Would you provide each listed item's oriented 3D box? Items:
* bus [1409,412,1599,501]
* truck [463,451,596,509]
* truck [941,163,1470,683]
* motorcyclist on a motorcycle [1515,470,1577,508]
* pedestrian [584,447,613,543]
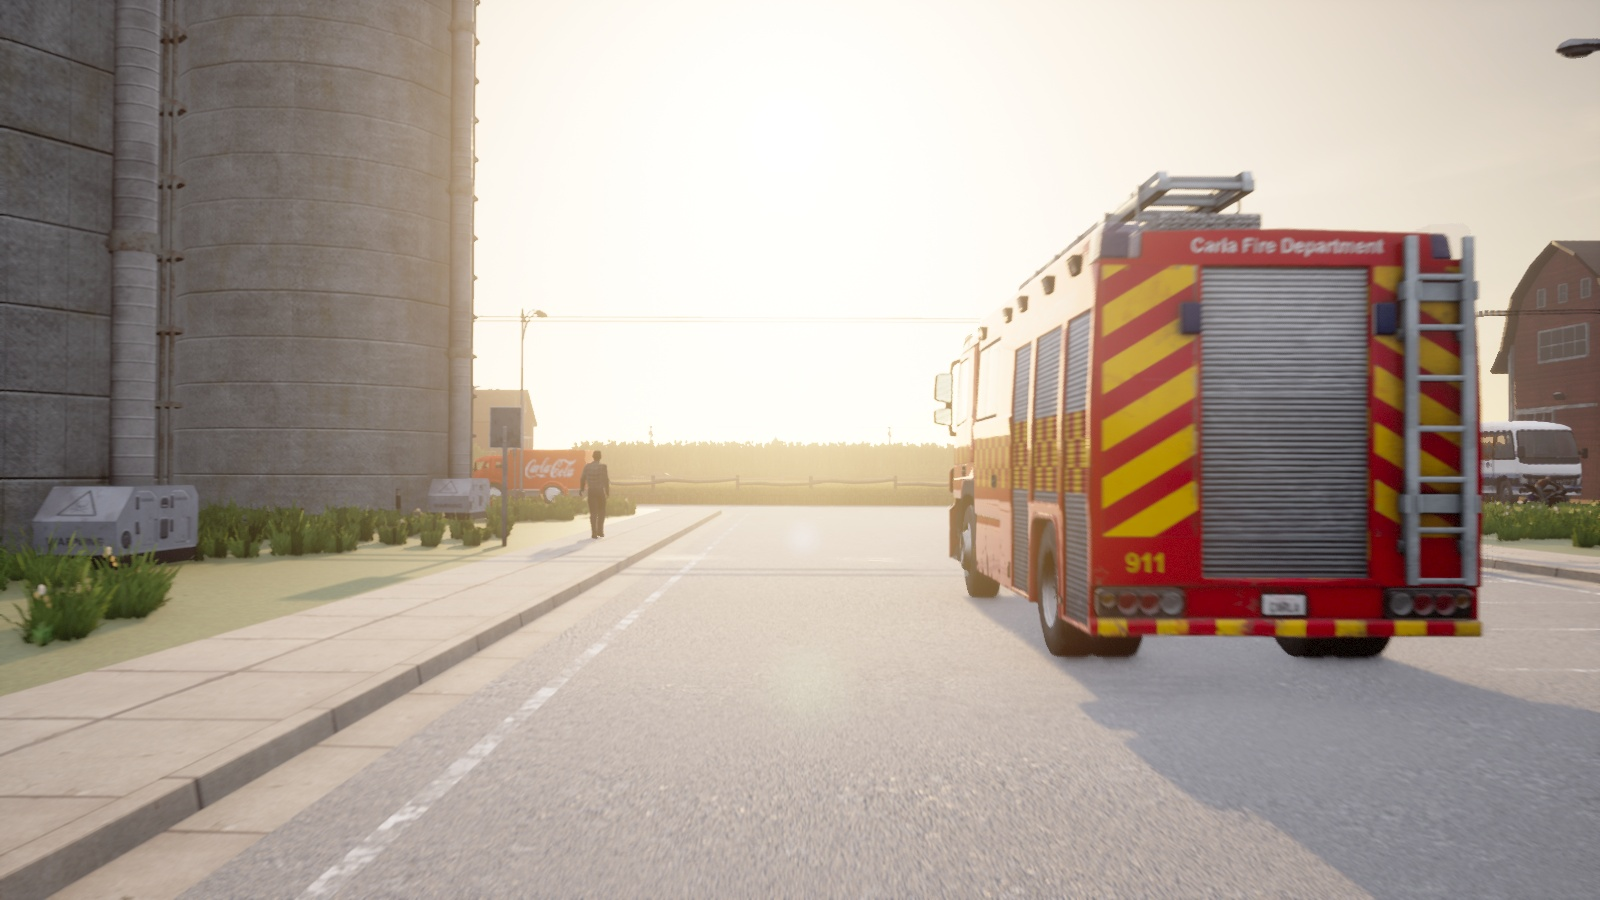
[{"bbox_3d":[36.281,0.385,65.250,3.944,4.253,10.273,0,-1,-2],"label":"bus"},{"bbox_3d":[-11.797,1.296,55.048,5.204,2.467,2.627,0,-1,2],"label":"truck"},{"bbox_3d":[3.463,-0.138,13.499,2.891,3.827,8.468,0,-1,0],"label":"truck"},{"bbox_3d":[30.714,1.581,51.697,2.191,1.530,0.866,0,-1,-13],"label":"motorcyclist on a motorcycle"},{"bbox_3d":[-4.170,0.922,26.006,0.423,1.949,0.788,0,-1,4],"label":"pedestrian"}]
